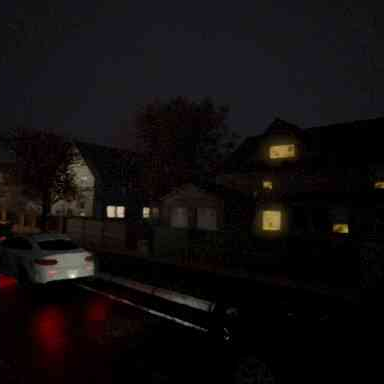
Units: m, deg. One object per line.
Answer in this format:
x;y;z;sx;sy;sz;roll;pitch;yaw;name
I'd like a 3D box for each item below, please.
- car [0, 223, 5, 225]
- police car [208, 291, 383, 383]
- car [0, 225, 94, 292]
-9.099;2.025;14.329;4.892;1.490;1.837;-1;-4;43;car
2.437;1.715;3.406;5.238;1.638;1.930;-1;-4;43;police car
-4.744;1.960;10.202;4.674;1.442;1.812;-1;-4;43;car
